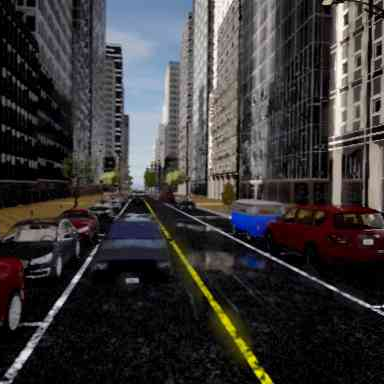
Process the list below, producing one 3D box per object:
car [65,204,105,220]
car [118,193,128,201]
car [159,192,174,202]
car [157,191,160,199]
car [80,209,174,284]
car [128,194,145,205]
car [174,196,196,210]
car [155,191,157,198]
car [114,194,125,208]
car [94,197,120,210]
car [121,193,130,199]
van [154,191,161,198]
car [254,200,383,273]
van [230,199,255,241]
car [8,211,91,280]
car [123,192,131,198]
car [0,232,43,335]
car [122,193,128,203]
[{"bbox_3d":[-5.176,1.429,14.911,1.802,1.307,4.206,0,0,-9],"label":"car"},{"bbox_3d":[-13.460,0.978,65.214,1.752,1.417,4.829,0,0,-9],"label":"car"},{"bbox_3d":[-4.295,0.912,61.135,2.192,1.841,5.009,0,0,-9],"label":"car"},{"bbox_3d":[-5.219,0.868,66.743,2.192,1.841,5.009,0,0,-9],"label":"car"},{"bbox_3d":[-1.685,1.469,9.680,2.033,1.411,5.357,1,0,-9],"label":"car"},{"bbox_3d":[-8.036,1.095,48.889,1.882,1.535,5.008,1,0,-9],"label":"car"},{"bbox_3d":[-0.602,1.324,38.704,2.008,1.369,4.403,0,0,-9],"label":"car"},{"bbox_3d":[-7.066,0.904,77.960,1.967,1.590,4.097,0,0,-9],"label":"car"},{"bbox_3d":[-8.870,1.222,37.342,2.008,1.369,4.403,0,0,-9],"label":"car"},{"bbox_3d":[-7.024,1.310,26.126,2.008,1.369,4.403,0,0,-9],"label":"car"},{"bbox_3d":[-15.335,0.928,76.598,1.947,1.339,4.313,0,0,-9],"label":"car"},{"bbox_3d":[-9.836,0.670,94.782,1.690,1.788,3.998,0,0,-9],"label":"van"},{"bbox_3d":[4.016,1.307,10.663,2.192,1.841,5.009,0,0,-9],"label":"car"},{"bbox_3d":[3.093,1.290,16.271,1.690,1.788,3.998,0,0,-9],"label":"van"},{"bbox_3d":[-4.253,1.441,9.302,2.008,1.369,4.403,0,0,-9],"label":"car"},{"bbox_3d":[-17.182,0.823,87.814,2.008,1.369,4.403,0,0,-9],"label":"car"},{"bbox_3d":[-3.329,1.479,3.695,1.887,1.381,4.507,0,0,-9],"label":"car"},{"bbox_3d":[-10.717,1.166,48.558,1.802,1.307,4.206,0,0,-9],"label":"car"}]
